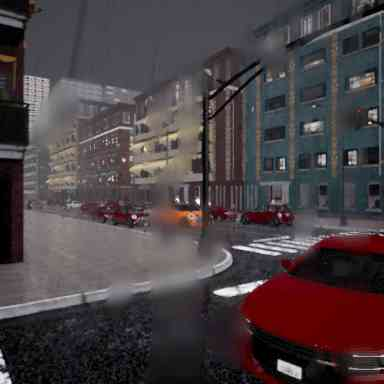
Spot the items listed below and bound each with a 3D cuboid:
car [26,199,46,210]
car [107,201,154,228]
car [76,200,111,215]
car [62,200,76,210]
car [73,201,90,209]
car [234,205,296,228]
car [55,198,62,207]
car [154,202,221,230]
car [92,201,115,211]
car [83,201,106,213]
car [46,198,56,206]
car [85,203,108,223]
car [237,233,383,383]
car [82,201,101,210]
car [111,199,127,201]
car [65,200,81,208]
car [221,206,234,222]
[{"bbox_3d":[-26.544,2.169,55.970,1.967,1.590,4.097,-1,0,-35],"label":"car"},{"bbox_3d":[-4.270,1.693,24.151,1.967,1.590,4.097,-1,0,-35],"label":"car"},{"bbox_3d":[-11.631,1.935,39.004,1.882,1.535,5.008,0,-1,-35],"label":"car"},{"bbox_3d":[-19.657,2.209,55.419,1.812,1.442,4.674,0,-1,-35],"label":"car"},{"bbox_3d":[-20.098,2.323,60.506,1.802,1.307,4.206,-1,0,-35],"label":"car"},{"bbox_3d":[5.363,1.636,24.147,1.967,1.590,4.097,-1,0,-35],"label":"car"},{"bbox_3d":[-26.462,2.427,69.597,2.008,1.369,4.403,-1,0,-35],"label":"car"},{"bbox_3d":[-0.459,1.570,23.027,2.097,1.767,4.553,0,-1,-35],"label":"car"},{"bbox_3d":[-13.734,2.157,51.415,2.008,1.369,4.403,-1,0,-35],"label":"car"},{"bbox_3d":[-13.956,2.088,47.344,1.812,1.442,4.674,0,-1,-35],"label":"car"},{"bbox_3d":[-32.830,2.326,78.689,2.192,1.841,5.009,-1,0,-35],"label":"car"},{"bbox_3d":[-7.449,1.903,28.696,1.802,1.307,4.206,-1,0,-35],"label":"car"},{"bbox_3d":[2.633,1.476,5.139,1.882,1.535,5.008,2,1,42],"label":"car"},{"bbox_3d":[-16.916,2.256,55.960,1.802,1.307,4.206,-1,0,-35],"label":"car"},{"bbox_3d":[-10.556,1.853,46.870,2.192,1.841,5.009,-1,0,-35],"label":"car"},{"bbox_3d":[-23.280,2.375,65.052,1.947,1.339,4.313,-1,0,-35],"label":"car"},{"bbox_3d":[2.179,1.847,28.690,1.802,1.307,4.206,-1,0,-35],"label":"car"}]
